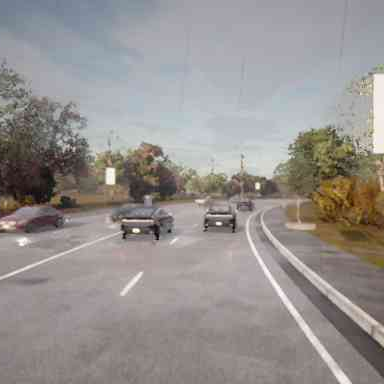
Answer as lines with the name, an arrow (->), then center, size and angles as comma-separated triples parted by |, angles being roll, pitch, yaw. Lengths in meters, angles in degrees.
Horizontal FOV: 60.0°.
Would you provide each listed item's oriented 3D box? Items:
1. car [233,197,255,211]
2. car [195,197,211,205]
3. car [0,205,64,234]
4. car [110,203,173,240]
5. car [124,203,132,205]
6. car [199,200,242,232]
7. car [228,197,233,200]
car -> 6.813, 1.564, 41.928 | 1.837, 1.490, 4.892 | 0, 0, 17
car -> 2.239, 1.639, 60.126 | 1.895, 1.301, 4.718 | 0, 0, 24
car -> -9.157, 1.506, 19.259 | 1.812, 1.442, 4.674 | 0, 0, 8
car -> -2.177, 1.497, 17.123 | 2.128, 1.511, 4.902 | 0, 0, 7
car -> -4.639, 1.564, 25.437 | 1.994, 1.385, 4.181 | 0, 0, 11
car -> 1.819, 1.514, 20.550 | 2.128, 1.511, 4.902 | 0, 0, 8
car -> 8.497, 1.601, 65.294 | 2.033, 1.411, 5.357 | 0, 0, 26
